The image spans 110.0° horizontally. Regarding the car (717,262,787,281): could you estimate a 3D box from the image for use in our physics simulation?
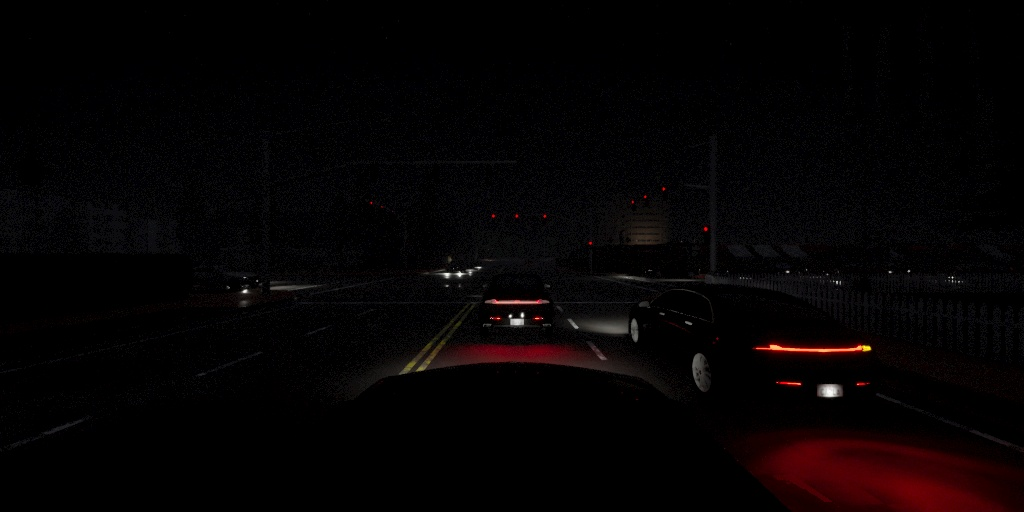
[{"bbox_3d":[19.615,1.241,30.036,4.902,1.511,2.128,0,0,-1],"label":"car"}]

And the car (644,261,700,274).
[{"bbox_3d":[14.920,1.255,33.512,4.892,1.490,1.837,0,0,1],"label":"car"}]

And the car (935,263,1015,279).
[{"bbox_3d":[38.875,1.276,30.387,4.674,1.442,1.812,0,0,-1],"label":"car"}]

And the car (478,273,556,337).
[{"bbox_3d":[0.130,1.242,10.333,2.128,1.511,4.902,0,0,0],"label":"car"}]

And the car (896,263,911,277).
[{"bbox_3d":[34.483,1.242,33.813,4.902,1.511,2.128,0,0,-1],"label":"car"}]

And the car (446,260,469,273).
[{"bbox_3d":[-6.845,1.255,44.358,1.837,1.490,4.892,0,0,0],"label":"car"}]

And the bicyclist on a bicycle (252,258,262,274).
[{"bbox_3d":[-26.175,1.051,36.843,0.582,1.620,1.656,0,0,-3],"label":"bicyclist on a bicycle"}]

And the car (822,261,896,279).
[{"bbox_3d":[28.875,1.276,30.203,4.674,1.442,1.812,0,0,-1],"label":"car"}]

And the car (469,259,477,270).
[{"bbox_3d":[-6.778,1.276,54.181,1.812,1.442,4.674,0,0,1],"label":"car"}]

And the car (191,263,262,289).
[{"bbox_3d":[-18.162,1.276,22.254,4.674,1.442,1.812,0,0,0],"label":"car"}]

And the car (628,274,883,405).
[{"bbox_3d":[3.587,1.255,6.429,1.837,1.490,4.892,0,0,1],"label":"car"}]

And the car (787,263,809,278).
[{"bbox_3d":[24.659,1.297,33.634,5.357,1.411,2.033,0,0,-1],"label":"car"}]
